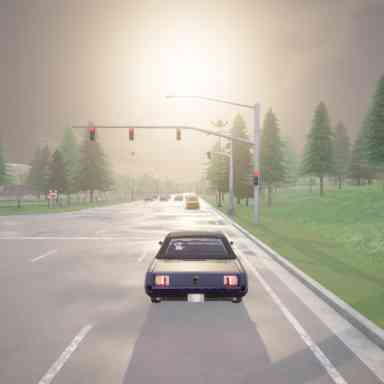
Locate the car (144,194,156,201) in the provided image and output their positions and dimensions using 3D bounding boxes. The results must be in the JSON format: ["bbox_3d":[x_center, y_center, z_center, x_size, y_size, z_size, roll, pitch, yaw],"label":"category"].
[{"bbox_3d":[-10.324,1.531,80.456,2.033,1.411,5.357,0,0,0],"label":"car"}]

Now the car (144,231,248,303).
[{"bbox_3d":[0.097,1.601,8.145,1.895,1.301,4.718,0,0,1],"label":"car"}]

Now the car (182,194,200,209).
[{"bbox_3d":[-0.019,1.081,46.347,1.882,1.535,5.008,-3,17,-3],"label":"car"}]

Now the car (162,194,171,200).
[{"bbox_3d":[-6.801,1.372,90.868,2.033,1.411,5.357,0,0,0],"label":"car"}]

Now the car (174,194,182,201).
[{"bbox_3d":[-3.323,1.545,80.857,1.994,1.385,4.181,0,0,0],"label":"car"}]

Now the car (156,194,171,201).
[{"bbox_3d":[-6.824,1.531,80.448,2.033,1.411,5.357,0,0,0],"label":"car"}]

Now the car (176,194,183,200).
[{"bbox_3d":[-3.301,1.356,90.860,1.812,1.442,4.674,0,0,0],"label":"car"}]

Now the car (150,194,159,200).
[{"bbox_3d":[-10.301,1.332,90.875,1.837,1.490,4.892,0,0,0],"label":"car"}]

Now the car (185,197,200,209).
[{"bbox_3d":[0.067,1.576,49.813,2.033,1.411,5.357,-1,1,1],"label":"car"}]
